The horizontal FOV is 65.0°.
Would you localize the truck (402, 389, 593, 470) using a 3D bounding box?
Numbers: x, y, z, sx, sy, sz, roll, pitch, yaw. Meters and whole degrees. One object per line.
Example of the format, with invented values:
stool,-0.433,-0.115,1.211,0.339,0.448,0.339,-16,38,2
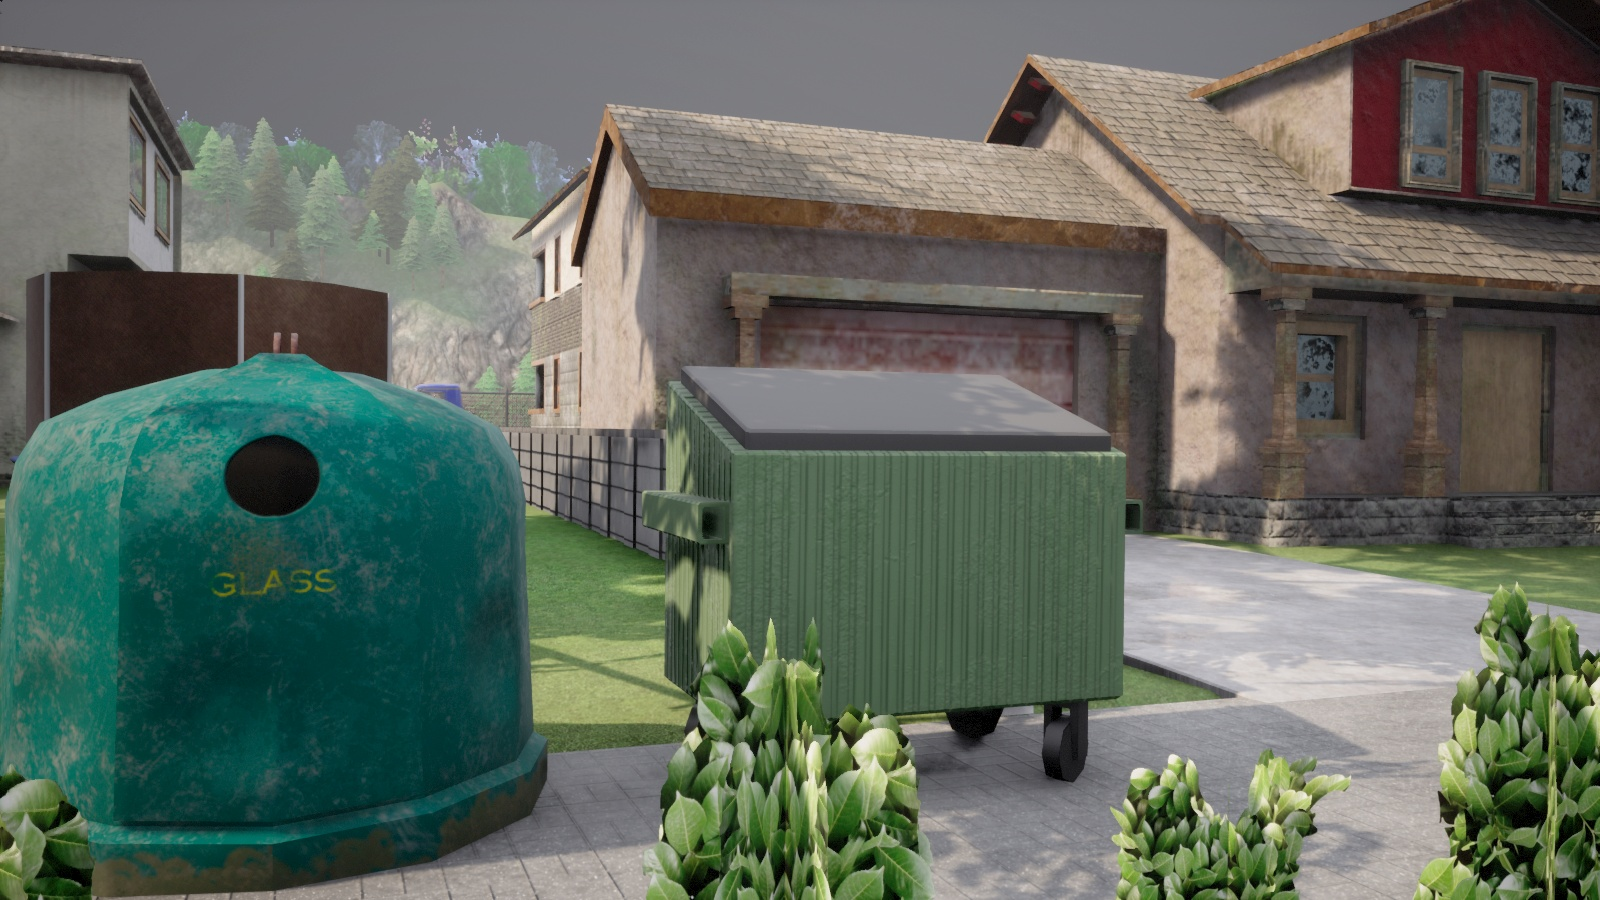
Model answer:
truck,-13.467,-0.948,55.903,7.936,3.462,2.891,-1,1,-21
